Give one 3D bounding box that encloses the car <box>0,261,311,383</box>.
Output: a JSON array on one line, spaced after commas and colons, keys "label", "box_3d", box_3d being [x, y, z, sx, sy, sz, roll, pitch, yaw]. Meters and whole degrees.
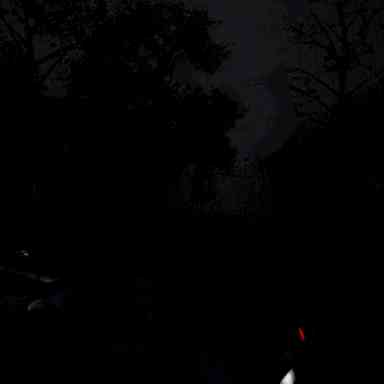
[{"label": "car", "box_3d": [-0.826, 1.565, 3.968, 4.181, 1.385, 1.994, 0, 0, 35]}]
